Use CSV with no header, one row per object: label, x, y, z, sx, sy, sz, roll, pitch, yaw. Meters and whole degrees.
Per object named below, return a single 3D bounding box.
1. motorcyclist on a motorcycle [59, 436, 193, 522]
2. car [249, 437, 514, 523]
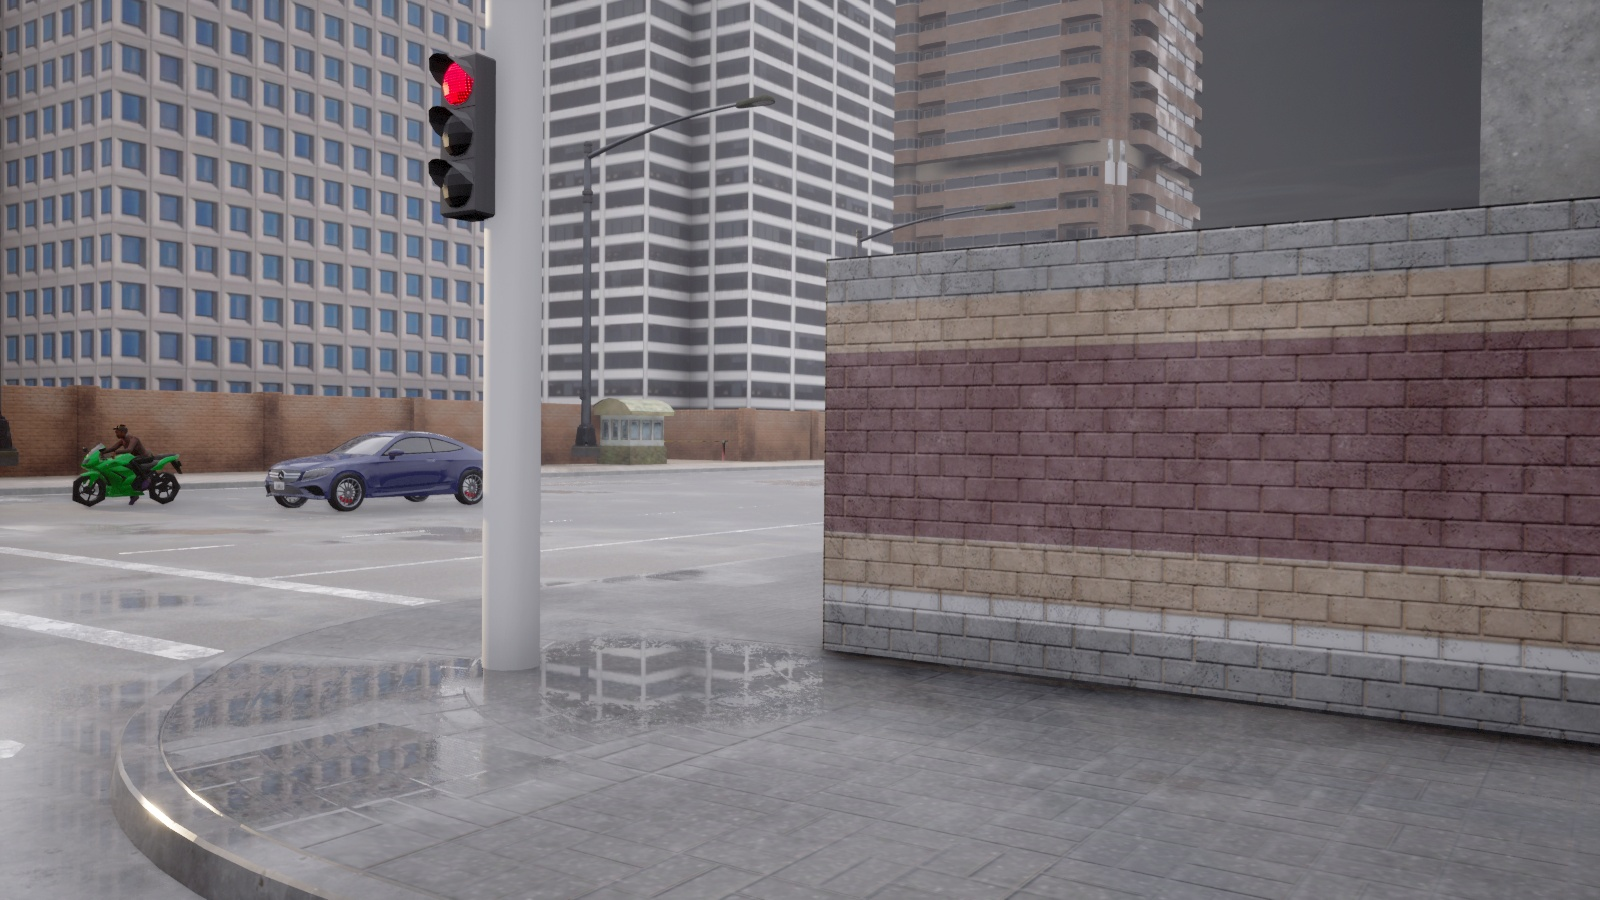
motorcyclist on a motorcycle,-12.533,0.507,23.413,0.797,1.523,2.044,0,1,34
car,-7.867,0.500,24.070,1.812,1.442,4.674,0,1,34
